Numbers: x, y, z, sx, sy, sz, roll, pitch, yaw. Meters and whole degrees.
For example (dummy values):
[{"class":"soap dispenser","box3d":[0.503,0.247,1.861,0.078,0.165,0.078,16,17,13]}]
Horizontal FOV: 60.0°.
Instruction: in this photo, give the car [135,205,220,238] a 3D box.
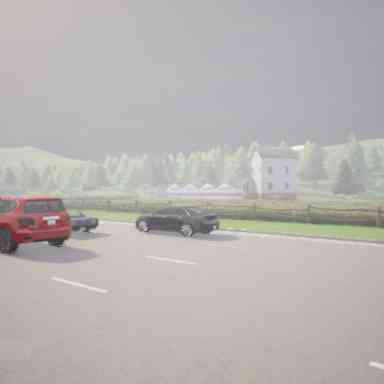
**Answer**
[{"class":"car","box3d":[-0.866,1.459,17.507,4.892,1.490,1.837,0,0,35]}]

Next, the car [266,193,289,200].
[{"class":"car","box3d":[18.078,1.097,70.364,4.605,1.855,1.932,0,0,35]}]

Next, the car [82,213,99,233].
[{"class":"car","box3d":[-7.194,1.532,17.722,4.718,1.301,1.895,0,0,35]}]

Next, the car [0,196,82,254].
[{"class":"car","box3d":[-7.196,1.164,13.423,5.566,2.045,2.150,0,0,36]}]

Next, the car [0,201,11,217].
[{"class":"car","box3d":[-18.536,1.462,30.110,4.718,1.301,1.895,0,0,35]}]
